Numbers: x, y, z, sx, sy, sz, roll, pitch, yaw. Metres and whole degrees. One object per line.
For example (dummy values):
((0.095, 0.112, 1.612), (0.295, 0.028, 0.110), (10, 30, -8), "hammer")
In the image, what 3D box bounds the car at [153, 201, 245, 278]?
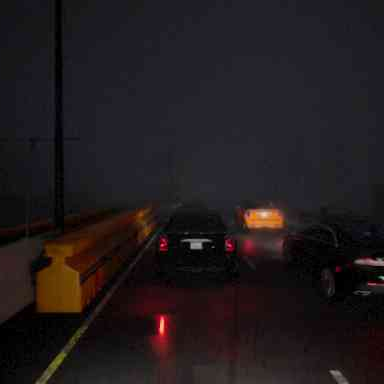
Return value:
((0.100, 1.250, 9.917), (2.097, 1.767, 4.553), (0, 1, 0), "car")

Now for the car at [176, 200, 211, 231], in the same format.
((0.103, 1.301, 19.923), (1.837, 1.490, 4.892), (0, 1, 0), "car")

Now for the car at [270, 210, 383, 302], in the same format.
((3.601, 1.407, 8.019), (2.128, 1.511, 4.902), (0, 0, 0), "car")

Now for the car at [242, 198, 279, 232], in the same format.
((3.604, 1.161, 18.628), (2.097, 1.767, 4.553), (0, 1, 0), "car")

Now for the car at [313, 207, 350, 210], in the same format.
((7.102, 1.423, 17.305), (1.895, 1.301, 4.718), (0, 1, 0), "car")
